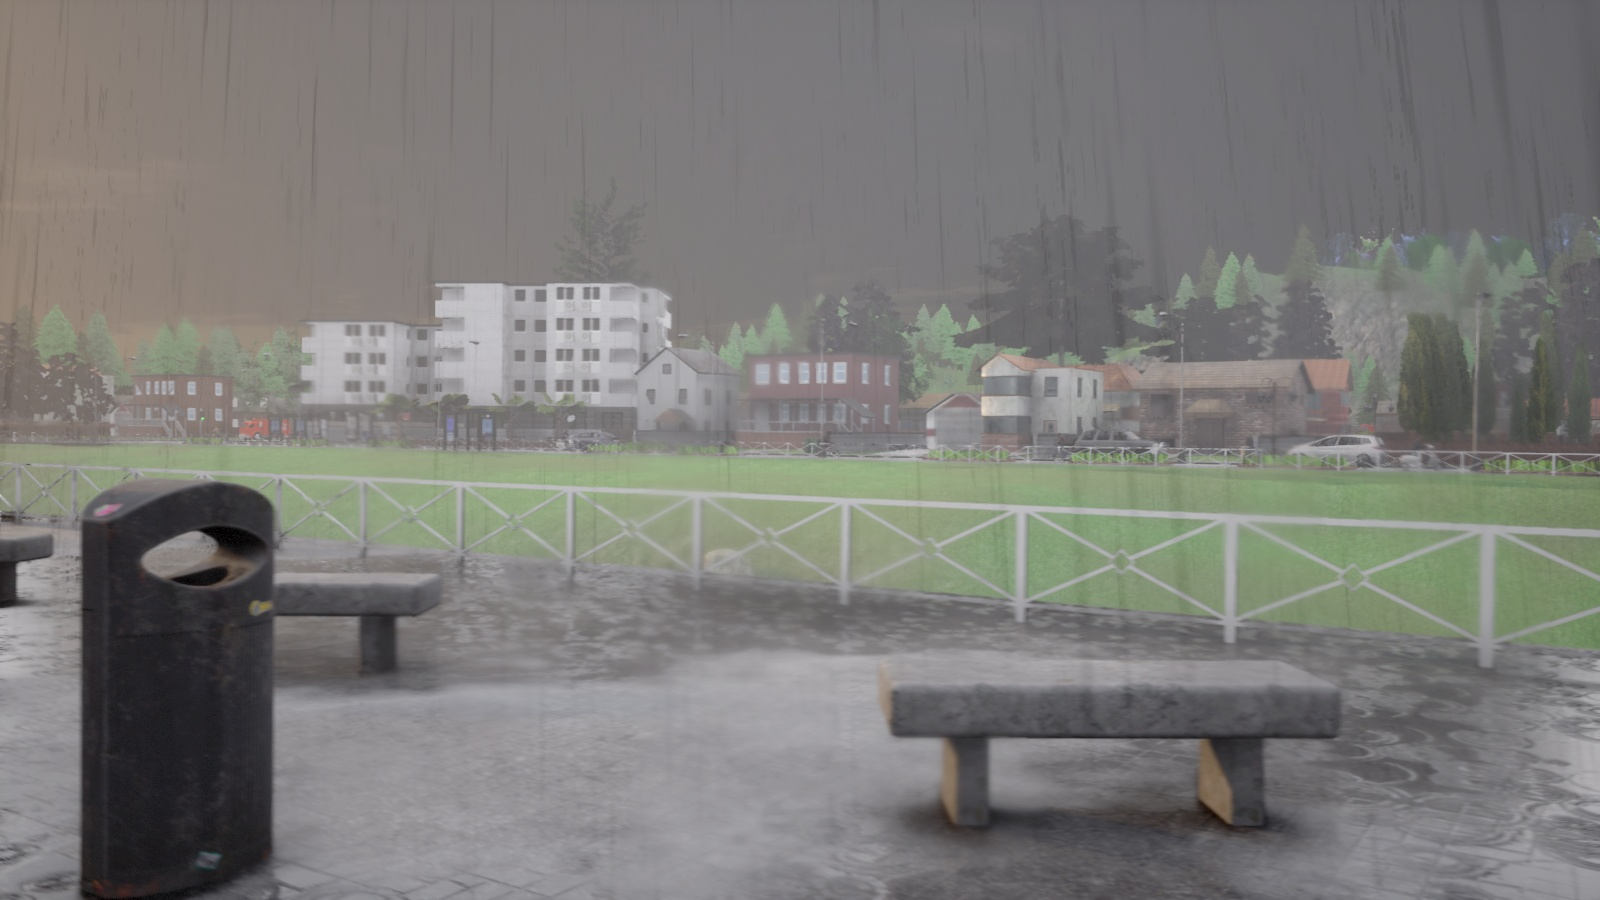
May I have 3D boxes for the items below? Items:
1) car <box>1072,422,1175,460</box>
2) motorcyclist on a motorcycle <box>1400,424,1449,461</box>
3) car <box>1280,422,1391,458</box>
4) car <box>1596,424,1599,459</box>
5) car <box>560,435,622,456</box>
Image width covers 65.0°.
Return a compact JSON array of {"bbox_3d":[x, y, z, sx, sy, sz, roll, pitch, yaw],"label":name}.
[{"bbox_3d":[16.134,-0.455,62.752,4.605,1.855,1.932,0,1,34],"label":"car"},{"bbox_3d":[27.454,-0.318,55.231,1.817,1.590,0.866,0,1,34],"label":"motorcyclist on a motorcycle"},{"bbox_3d":[26.003,-0.493,60.996,4.611,1.667,2.242,0,1,34],"label":"car"},{"bbox_3d":[36.804,-0.390,53.819,4.514,1.525,2.007,0,1,34],"label":"car"},{"bbox_3d":[-14.665,-0.324,88.031,4.193,1.474,1.816,0,1,34],"label":"car"}]
